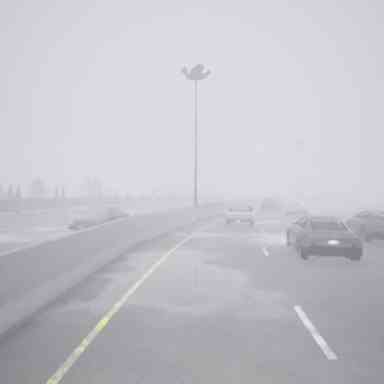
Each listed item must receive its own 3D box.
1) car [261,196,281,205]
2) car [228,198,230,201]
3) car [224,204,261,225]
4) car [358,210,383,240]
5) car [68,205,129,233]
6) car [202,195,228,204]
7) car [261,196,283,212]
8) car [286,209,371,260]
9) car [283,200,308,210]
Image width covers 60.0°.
[{"bbox_3d":[14.540,1.528,61.078,1.812,1.442,4.674,0,0,38],"label":"car"},{"bbox_3d":[5.479,1.492,60.952,1.812,1.442,4.674,0,0,29],"label":"car"},{"bbox_3d":[3.615,1.593,23.816,1.895,1.301,4.718,0,0,15],"label":"car"},{"bbox_3d":[9.003,1.581,16.275,1.994,1.385,4.181,0,0,11],"label":"car"},{"bbox_3d":[-4.997,1.493,18.562,1.812,1.442,4.674,0,0,12],"label":"car"},{"bbox_3d":[3.325,1.320,50.592,2.097,1.767,4.553,0,0,28],"label":"car"},{"bbox_3d":[9.578,1.351,39.482,2.097,1.767,4.553,0,0,25],"label":"car"},{"bbox_3d":[4.793,1.570,12.537,1.994,1.385,4.181,0,0,9],"label":"car"},{"bbox_3d":[10.300,1.533,32.610,1.812,1.442,4.674,0,0,21],"label":"car"}]
